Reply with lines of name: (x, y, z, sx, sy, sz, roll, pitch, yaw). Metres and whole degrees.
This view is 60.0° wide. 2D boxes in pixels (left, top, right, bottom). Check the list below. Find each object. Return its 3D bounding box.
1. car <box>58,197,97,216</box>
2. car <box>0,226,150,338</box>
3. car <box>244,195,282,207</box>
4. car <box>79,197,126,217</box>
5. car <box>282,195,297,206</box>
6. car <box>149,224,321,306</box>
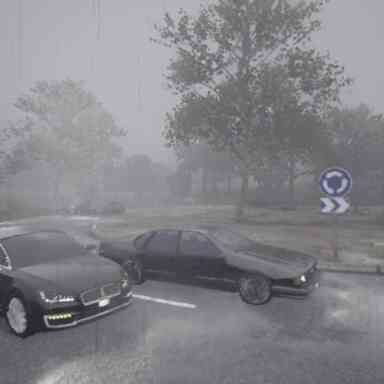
car: (-10.609, 1.285, 32.075, 2.097, 1.767, 4.553, 0, 0, 25)
car: (-3.300, 1.503, 6.720, 4.892, 1.490, 1.837, 0, 1, 38)
car: (8.416, 1.172, 42.032, 4.892, 1.490, 1.837, 1, -1, 2)
car: (-7.894, 1.481, 30.472, 1.994, 1.385, 4.181, -1, 0, 23)
car: (11.712, 1.149, 45.176, 4.902, 1.511, 2.128, 0, 0, 7)
car: (0.161, 1.506, 7.964, 5.357, 1.411, 2.033, 0, 0, 29)
